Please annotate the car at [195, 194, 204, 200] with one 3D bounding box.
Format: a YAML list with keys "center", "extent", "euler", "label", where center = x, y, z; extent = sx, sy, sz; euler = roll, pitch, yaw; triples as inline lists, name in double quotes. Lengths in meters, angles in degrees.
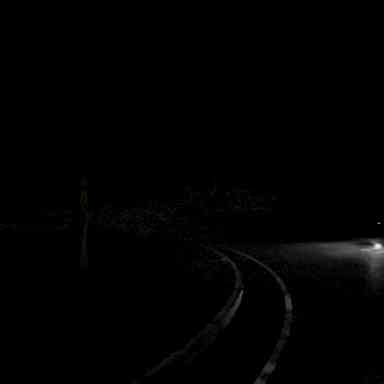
- center: [1.868, 1.162, 83.906]
  extent: [2.033, 1.411, 5.357]
  euler: [0, 1, 8]
  label: "car"

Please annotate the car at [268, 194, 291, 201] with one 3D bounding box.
- center: [19.625, 1.295, 74.640]
  extent: [4.674, 1.452, 2.002]
  euler: [0, 1, 8]
  label: "car"

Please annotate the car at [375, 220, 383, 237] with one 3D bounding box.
- center: [11.579, 1.604, 17.271]
  extent: [4.718, 1.301, 1.895]
  euler: [-1, -1, -33]
  label: "car"

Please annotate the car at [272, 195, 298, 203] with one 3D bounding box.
- center: [18.508, 1.431, 66.390]
  extent: [4.892, 1.521, 2.231]
  euler: [0, 1, 8]
  label: "car"

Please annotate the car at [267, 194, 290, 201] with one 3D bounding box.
- center: [19.993, 1.196, 77.390]
  extent: [5.008, 1.535, 2.097]
  euler: [0, 1, 8]
  label: "car"

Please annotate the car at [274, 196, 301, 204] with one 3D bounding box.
- center: [18.172, 1.519, 63.637]
  extent: [4.792, 1.488, 2.163]
  euler: [0, 1, 8]
  label: "car"

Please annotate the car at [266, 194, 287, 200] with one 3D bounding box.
- center: [20.366, 1.179, 80.142]
  extent: [4.674, 1.452, 2.002]
  euler: [0, 1, 8]
  label: "car"

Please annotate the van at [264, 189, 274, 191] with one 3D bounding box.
- center: [20.855, 0.855, 82.870]
  extent: [4.442, 1.987, 1.878]
  euler: [0, 1, 8]
  label: "van"

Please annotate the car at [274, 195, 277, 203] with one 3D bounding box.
- center: [17.430, 1.638, 58.136]
  extent: [4.792, 1.488, 2.163]
  euler: [0, 1, 8]
  label: "car"

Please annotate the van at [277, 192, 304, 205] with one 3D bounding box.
- center: [16.913, 1.442, 55.402]
  extent: [4.442, 1.987, 1.878]
  euler: [0, 1, 8]
  label: "van"

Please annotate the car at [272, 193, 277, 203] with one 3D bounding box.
- center: [17.588, 1.546, 60.916]
  extent: [5.366, 1.575, 1.946]
  euler: [0, 1, 8]
  label: "car"

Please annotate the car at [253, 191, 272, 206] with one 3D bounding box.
- center: [12.311, 1.361, 58.380]
  extent: [2.150, 2.045, 5.566]
  euler: [0, 1, 10]
  label: "car"
